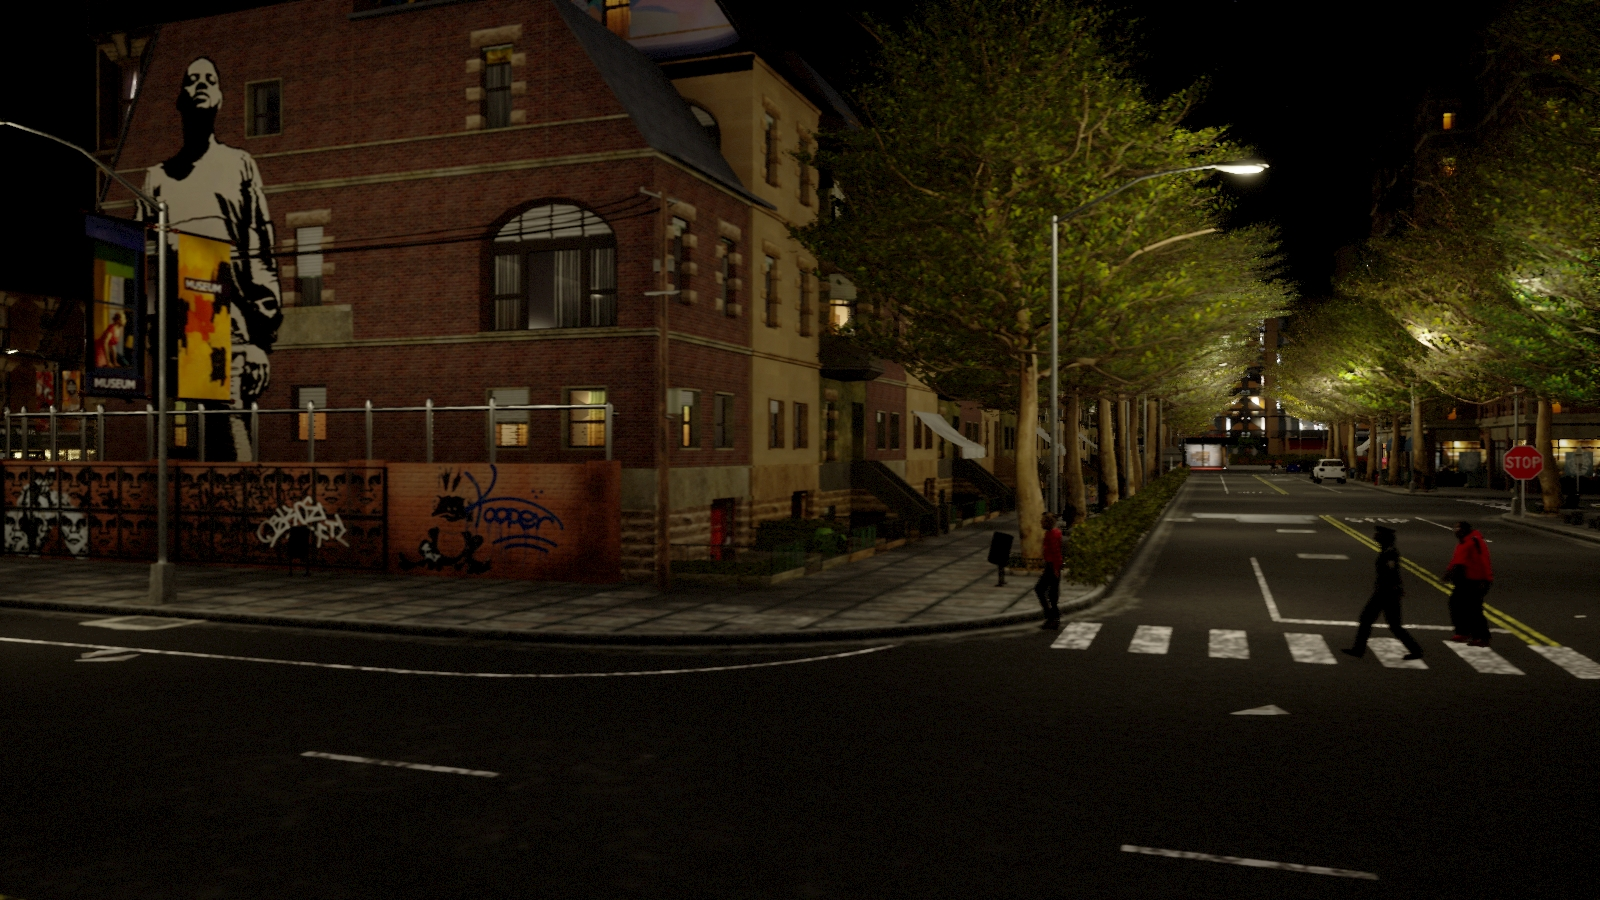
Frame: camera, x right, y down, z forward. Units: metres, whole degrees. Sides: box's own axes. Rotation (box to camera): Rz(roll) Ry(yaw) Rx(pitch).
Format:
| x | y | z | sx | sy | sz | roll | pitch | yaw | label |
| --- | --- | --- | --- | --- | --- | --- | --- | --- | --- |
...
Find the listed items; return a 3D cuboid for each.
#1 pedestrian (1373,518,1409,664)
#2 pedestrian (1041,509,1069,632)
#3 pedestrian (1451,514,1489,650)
| x | y | z | sx | sy | sz | roll | pitch | yaw | label |
| --- | --- | --- | --- | --- | --- | --- | --- | --- | --- |
| 7.795 | 1.848 | 15.083 | 0.375 | 1.860 | 0.375 | 0 | 0 | 19 | pedestrian |
| 3.944 | 1.849 | 17.643 | 0.375 | 1.860 | 0.375 | 0 | 0 | 21 | pedestrian |
| 9.438 | 1.849 | 16.097 | 0.375 | 1.860 | 0.375 | 0 | 0 | 14 | pedestrian |
